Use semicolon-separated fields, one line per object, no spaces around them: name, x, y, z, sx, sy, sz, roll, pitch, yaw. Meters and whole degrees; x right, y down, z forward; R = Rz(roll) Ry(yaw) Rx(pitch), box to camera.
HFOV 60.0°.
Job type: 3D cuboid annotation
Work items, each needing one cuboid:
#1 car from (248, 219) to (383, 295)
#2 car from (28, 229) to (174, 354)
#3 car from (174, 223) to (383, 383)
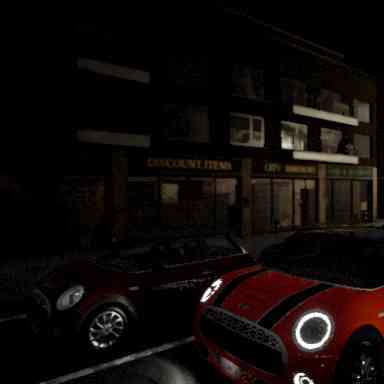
car;3.798;1.572;9.253;4.313;1.339;1.947;0;-1;-36
car;-0.704;1.441;6.042;4.097;1.590;1.967;0;-1;-36
car;2.255;1.360;4.966;4.553;1.767;2.097;1;0;-35
